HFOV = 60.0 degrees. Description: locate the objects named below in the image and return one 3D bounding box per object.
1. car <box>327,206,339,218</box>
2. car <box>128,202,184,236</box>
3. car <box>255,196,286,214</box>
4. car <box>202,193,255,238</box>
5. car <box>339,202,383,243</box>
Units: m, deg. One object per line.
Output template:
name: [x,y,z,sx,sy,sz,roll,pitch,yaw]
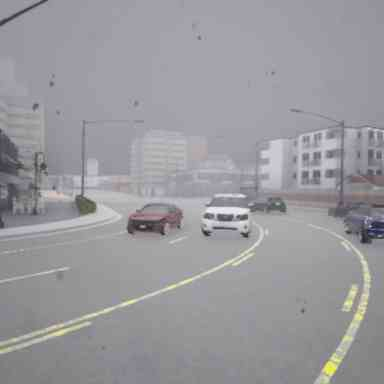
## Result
car: [12.975,1.539,26.600,2.033,1.411,5.357,1,0,-6]
car: [-1.756,1.302,17.625,1.882,1.535,5.008,2,1,11]
car: [7.600,1.198,33.883,2.097,1.767,4.553,1,0,-17]
car: [2.003,1.109,17.436,2.150,2.045,5.566,2,1,11]
car: [8.830,1.361,16.049,2.097,1.767,4.553,1,0,14]
